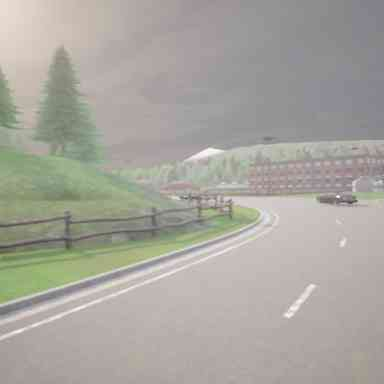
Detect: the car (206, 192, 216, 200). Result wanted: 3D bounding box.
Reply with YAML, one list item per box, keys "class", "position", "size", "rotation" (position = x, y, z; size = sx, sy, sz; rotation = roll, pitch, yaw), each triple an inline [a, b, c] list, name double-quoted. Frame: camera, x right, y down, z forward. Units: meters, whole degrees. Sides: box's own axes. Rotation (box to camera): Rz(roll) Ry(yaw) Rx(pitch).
- class: "car"
  position: [2.376, 0.678, 58.898]
  size: [1.994, 1.385, 4.181]
  rotation: [-2, 1, -37]

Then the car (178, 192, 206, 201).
- class: "car"
  position: [-0.371, 0.798, 57.238]
  size: [1.895, 1.301, 4.718]
  rotation: [-2, 1, -39]

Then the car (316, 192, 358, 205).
- class: "car"
  position: [15.848, 0.692, 36.684]
  size: [2.033, 1.411, 5.357]
  rotation: [-1, 1, -10]

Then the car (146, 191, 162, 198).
- class: "car"
  position: [-9.039, 0.554, 78.779]
  size: [1.882, 1.535, 5.008]
  rotation: [-2, 1, -39]
